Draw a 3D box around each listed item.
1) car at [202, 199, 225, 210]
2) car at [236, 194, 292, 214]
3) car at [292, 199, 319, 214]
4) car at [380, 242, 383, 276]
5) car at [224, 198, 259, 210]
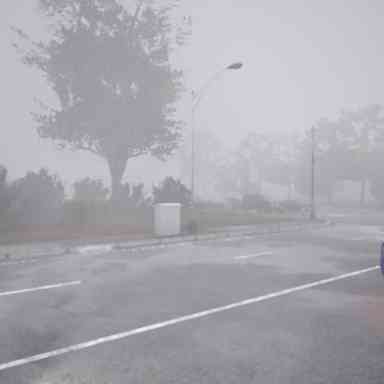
[{"bbox_3d":[2.379,1.636,44.160,1.895,1.301,4.718,0,0,-33],"label":"car"},{"bbox_3d":[7.639,1.267,35.932,2.150,2.045,5.566,0,0,-31],"label":"car"},{"bbox_3d":[11.509,1.542,36.329,2.128,1.511,4.902,0,0,-33],"label":"car"},{"bbox_3d":[6.822,1.495,8.611,5.008,1.535,1.882,0,0,-36],"label":"car"},{"bbox_3d":[6.457,1.549,44.274,1.837,1.490,4.892,0,0,-32],"label":"car"}]
